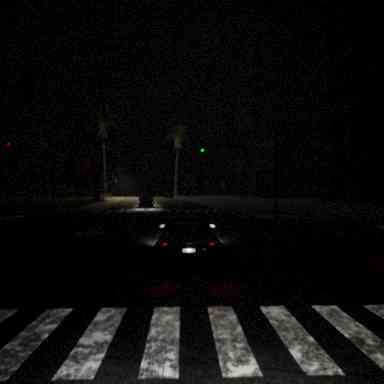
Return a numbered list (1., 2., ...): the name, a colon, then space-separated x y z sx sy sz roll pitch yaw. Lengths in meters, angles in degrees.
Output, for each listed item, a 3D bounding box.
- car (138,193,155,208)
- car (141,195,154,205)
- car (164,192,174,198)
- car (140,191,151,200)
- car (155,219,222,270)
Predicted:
1. car: -5.940 1.255 43.423 1.837 1.490 4.892 0 1 -7
2. car: -7.034 1.218 52.565 1.994 1.385 4.181 0 1 -7
3. car: -5.801 0.843 83.409 2.128 1.511 4.902 0 1 -12
4. car: -10.182 0.786 72.284 2.097 1.767 4.553 0 1 -10
5. car: -0.148 1.575 11.142 1.994 1.385 4.181 0 0 -2
